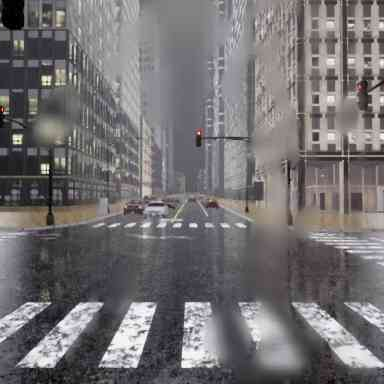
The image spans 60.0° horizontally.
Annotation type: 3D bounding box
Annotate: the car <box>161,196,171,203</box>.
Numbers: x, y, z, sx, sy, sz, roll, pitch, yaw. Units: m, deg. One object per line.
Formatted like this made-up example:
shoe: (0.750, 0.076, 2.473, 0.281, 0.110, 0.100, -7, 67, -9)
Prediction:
car: (-5.688, 1.573, 72.767, 1.887, 1.381, 4.507, 1, 0, 0)

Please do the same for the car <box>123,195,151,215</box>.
car: (-5.679, 1.453, 33.741, 1.967, 1.590, 4.097, 1, 0, 0)

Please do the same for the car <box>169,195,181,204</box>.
car: (-3.031, 1.625, 62.430, 1.895, 1.301, 4.718, 0, 0, 0)

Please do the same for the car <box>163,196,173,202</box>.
car: (-5.688, 1.581, 78.342, 2.008, 1.369, 4.403, 1, 0, 0)

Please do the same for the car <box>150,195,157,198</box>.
car: (-5.678, 1.332, 44.891, 2.192, 1.841, 5.009, 1, 0, 0)

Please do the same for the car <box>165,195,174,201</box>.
car: (-5.689, 1.577, 83.917, 1.887, 1.381, 4.507, 1, 0, 0)

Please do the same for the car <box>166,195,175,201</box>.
car: (-5.690, 1.586, 89.493, 2.008, 1.369, 4.403, 1, 0, 0)

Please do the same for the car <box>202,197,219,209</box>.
car: (2.696, 1.599, 44.954, 1.802, 1.307, 4.206, 1, 0, 0)

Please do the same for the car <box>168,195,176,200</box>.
car: (-5.692, 1.604, 95.068, 1.947, 1.339, 4.313, 1, 0, 0)

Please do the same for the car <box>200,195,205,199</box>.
car: (2.696, 1.547, 56.280, 1.752, 1.417, 4.829, 1, 0, 0)

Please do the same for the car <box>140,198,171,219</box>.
car: (-3.108, 1.537, 29.214, 1.812, 1.442, 4.674, 0, 0, 0)

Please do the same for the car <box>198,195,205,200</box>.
car: (2.689, 1.583, 95.150, 1.887, 1.381, 4.507, 1, 0, 0)

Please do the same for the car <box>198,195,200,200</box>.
car: (2.694, 1.589, 61.687, 1.947, 1.339, 4.313, 1, 0, 0)

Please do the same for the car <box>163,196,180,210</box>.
car: (-3.106, 1.564, 43.719, 2.033, 1.411, 5.357, 0, 0, 0)

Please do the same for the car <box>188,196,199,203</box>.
car: (0.072, 1.573, 70.456, 2.033, 1.411, 5.357, 0, 0, 0)
